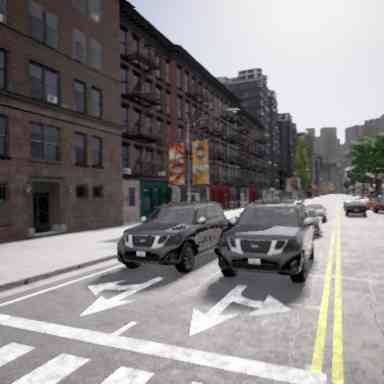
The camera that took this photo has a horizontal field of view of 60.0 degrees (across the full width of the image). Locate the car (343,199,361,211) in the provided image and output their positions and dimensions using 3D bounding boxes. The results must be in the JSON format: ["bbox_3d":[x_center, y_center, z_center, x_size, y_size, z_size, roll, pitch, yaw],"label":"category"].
[{"bbox_3d":[22.781,1.788,47.643,2.128,1.511,4.902,-1,-1,24],"label":"car"}]

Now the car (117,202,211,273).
[{"bbox_3d":[-0.335,1.415,11.932,2.150,2.045,5.566,-1,-1,24],"label":"car"}]

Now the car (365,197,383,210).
[{"bbox_3d":[26.403,1.588,48.040,2.097,1.767,4.553,-1,-1,24],"label":"car"}]

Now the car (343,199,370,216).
[{"bbox_3d":[17.217,1.695,35.047,1.882,1.535,5.008,-1,-1,24],"label":"car"}]

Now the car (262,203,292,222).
[{"bbox_3d":[7.900,1.798,30.504,1.882,1.535,5.008,-1,-1,24],"label":"car"}]

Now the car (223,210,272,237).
[{"bbox_3d":[3.630,1.856,20.876,1.895,1.301,4.718,-1,-1,24],"label":"car"}]

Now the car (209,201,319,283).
[{"bbox_3d":[2.614,1.342,10.567,2.150,2.045,5.566,-1,-1,24],"label":"car"}]

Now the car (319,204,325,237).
[{"bbox_3d":[6.645,1.688,19.670,1.837,1.490,4.892,-1,-1,24],"label":"car"}]

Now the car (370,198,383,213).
[{"bbox_3d":[22.446,1.530,38.903,2.097,1.767,4.553,-1,-1,24],"label":"car"}]

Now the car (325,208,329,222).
[{"bbox_3d":[10.702,1.770,28.808,1.812,1.442,4.674,-1,-1,24],"label":"car"}]
